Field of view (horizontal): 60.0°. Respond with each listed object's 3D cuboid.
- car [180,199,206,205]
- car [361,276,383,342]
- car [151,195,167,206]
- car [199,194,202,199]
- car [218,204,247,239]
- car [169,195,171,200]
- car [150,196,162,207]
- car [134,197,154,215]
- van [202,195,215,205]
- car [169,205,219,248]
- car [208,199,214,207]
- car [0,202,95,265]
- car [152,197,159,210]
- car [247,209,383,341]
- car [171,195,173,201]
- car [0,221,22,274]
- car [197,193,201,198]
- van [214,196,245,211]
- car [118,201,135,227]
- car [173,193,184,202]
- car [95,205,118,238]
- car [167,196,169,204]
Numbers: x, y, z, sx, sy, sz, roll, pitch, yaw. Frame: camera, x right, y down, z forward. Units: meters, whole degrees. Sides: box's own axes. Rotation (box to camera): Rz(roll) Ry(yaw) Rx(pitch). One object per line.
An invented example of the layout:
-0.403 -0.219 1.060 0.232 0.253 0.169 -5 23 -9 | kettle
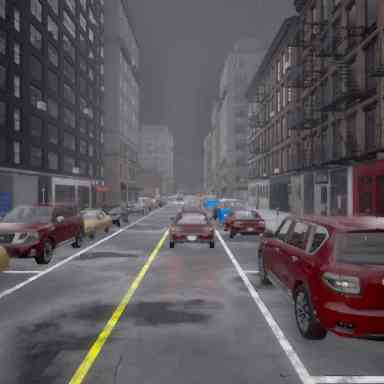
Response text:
0.000 1.612 29.679 1.895 1.301 4.718 0 0 0 | car
2.638 1.543 1.039 1.887 1.381 4.507 0 0 0 | car
-5.387 1.302 49.724 2.192 1.841 5.009 0 0 0 | car
2.638 1.425 55.133 1.967 1.590 4.097 0 0 0 | car
2.638 1.542 17.267 1.887 1.381 4.507 0 0 0 | car
-5.387 1.424 60.543 1.967 1.590 4.097 0 0 0 | car
-5.387 1.571 44.315 1.802 1.307 4.206 0 0 0 | car
-5.387 1.544 33.496 2.008 1.369 4.403 0 0 0 | car
2.638 1.330 44.315 1.690 1.788 3.998 0 0 0 | van
0.000 1.532 14.649 1.812 1.442 4.674 0 0 0 | car
2.638 1.561 28.087 1.947 1.339 4.313 0 0 0 | car
-5.387 1.313 11.858 2.192 1.841 5.009 0 0 0 | car
-5.387 1.557 38.905 1.947 1.339 4.313 0 0 0 | car
2.638 1.314 6.448 2.192 1.841 5.009 0 0 0 | car
-5.387 1.529 82.180 2.008 1.369 4.403 0 0 0 | car
-5.388 1.524 6.278 1.752 1.417 4.829 0 0 0 | car
2.750 1.332 70.026 2.097 1.767 4.553 0 0 0 | car
2.638 1.338 22.677 1.690 1.788 3.998 0 0 0 | van
-5.387 1.562 22.677 1.947 1.339 4.313 0 0 0 | car
-2.750 1.570 75.905 1.895 1.301 4.718 0 0 0 | car
-5.387 1.523 17.097 1.752 1.417 4.829 0 0 0 | car
-5.387 1.425 55.134 1.967 1.590 4.097 0 0 0 | car
